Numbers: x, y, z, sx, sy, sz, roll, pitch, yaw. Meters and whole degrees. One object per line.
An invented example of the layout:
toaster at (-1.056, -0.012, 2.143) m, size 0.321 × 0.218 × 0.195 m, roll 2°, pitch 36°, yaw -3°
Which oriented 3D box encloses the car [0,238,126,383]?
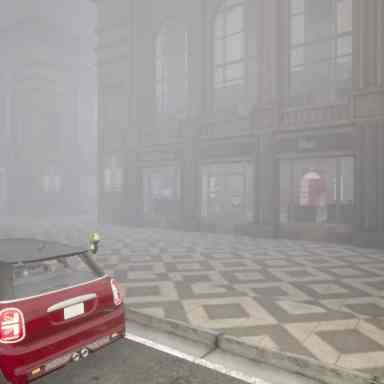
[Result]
car at (-2.983, 1.440, 5.092) m, size 4.097 × 1.590 × 1.967 m, roll 0°, pitch 0°, yaw 36°
